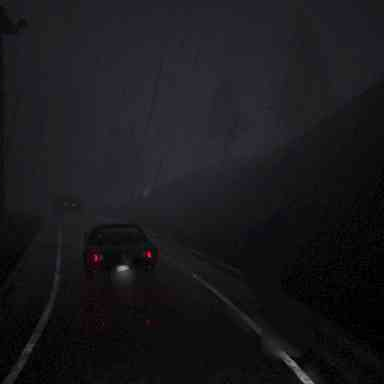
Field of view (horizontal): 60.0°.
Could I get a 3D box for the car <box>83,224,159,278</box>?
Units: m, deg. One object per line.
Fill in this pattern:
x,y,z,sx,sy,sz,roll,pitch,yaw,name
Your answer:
-2.423,1.644,10.457,1.895,1.301,4.718,0,0,-18,car

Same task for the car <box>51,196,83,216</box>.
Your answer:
-13.086,1.389,34.658,2.150,2.045,5.566,0,0,-35,car
